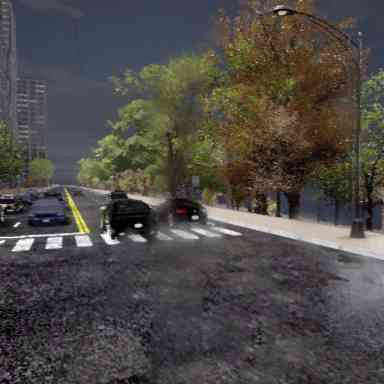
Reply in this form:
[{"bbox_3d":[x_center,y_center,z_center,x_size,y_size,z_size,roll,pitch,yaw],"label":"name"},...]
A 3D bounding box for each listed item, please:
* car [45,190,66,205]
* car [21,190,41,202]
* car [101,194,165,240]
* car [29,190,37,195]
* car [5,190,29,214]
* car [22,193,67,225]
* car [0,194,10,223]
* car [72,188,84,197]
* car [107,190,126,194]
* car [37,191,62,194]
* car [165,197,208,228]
[{"bbox_3d":[-15.886,0.581,38.894,2.033,1.411,5.357,-1,2,-21],"label":"car"},{"bbox_3d":[-22.040,0.446,45.751,2.033,1.411,5.357,-1,2,-21],"label":"car"},{"bbox_3d":[-2.920,1.062,14.808,1.882,1.535,5.008,-1,2,-21],"label":"car"},{"bbox_3d":[-18.222,0.682,35.934,2.033,1.411,5.357,-1,2,-21],"label":"car"},{"bbox_3d":[-14.480,0.863,26.126,2.128,1.511,4.902,-1,2,-21],"label":"car"},{"bbox_3d":[-8.538,1.044,19.770,2.033,1.411,5.357,-1,2,-21],"label":"car"},{"bbox_3d":[-11.084,1.090,17.344,1.837,1.490,4.892,-1,2,-21],"label":"car"},{"bbox_3d":[-20.160,0.076,58.838,2.033,1.411,5.357,-1,2,-21],"label":"car"},{"bbox_3d":[-8.661,0.487,38.523,1.837,1.490,4.892,-1,2,-21],"label":"car"},{"bbox_3d":[-12.076,0.780,28.928,1.837,1.490,4.892,-1,2,-21],"label":"car"},{"bbox_3d":[-0.679,1.004,18.013,1.812,1.442,4.674,-1,2,-21],"label":"car"}]
